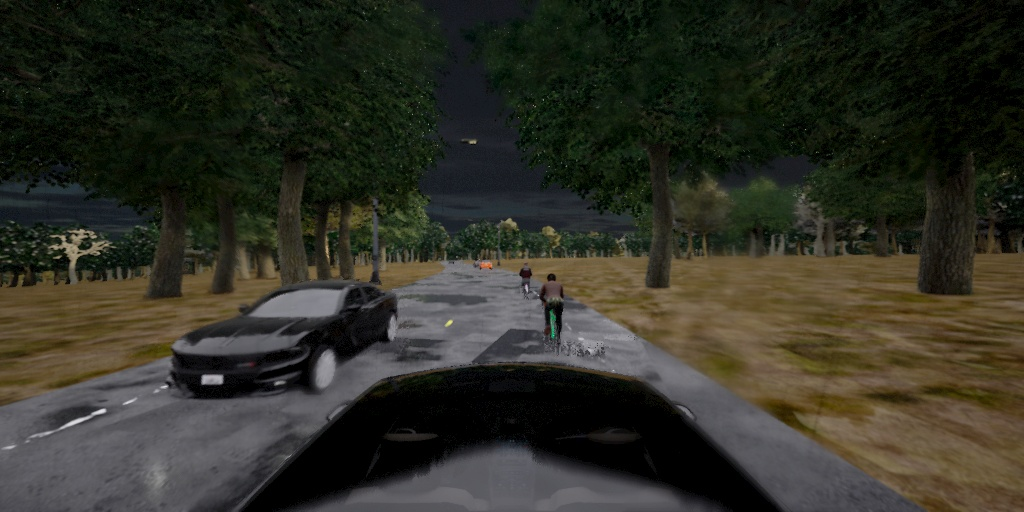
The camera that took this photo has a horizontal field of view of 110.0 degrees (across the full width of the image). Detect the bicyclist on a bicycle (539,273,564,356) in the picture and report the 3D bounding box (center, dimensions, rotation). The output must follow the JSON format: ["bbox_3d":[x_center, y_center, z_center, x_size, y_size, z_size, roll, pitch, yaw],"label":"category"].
[{"bbox_3d":[0.874,1.208,7.721,0.582,1.620,1.656,0,0,-1],"label":"bicyclist on a bicycle"}]

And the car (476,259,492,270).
[{"bbox_3d":[-4.516,1.370,60.546,2.097,1.767,4.553,0,-1,-8],"label":"car"}]

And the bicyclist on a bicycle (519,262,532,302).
[{"bbox_3d":[0.622,1.147,16.319,0.659,1.776,1.843,0,0,-2],"label":"bicyclist on a bicycle"}]

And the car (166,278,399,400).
[{"bbox_3d":[-3.685,1.231,6.851,1.882,1.535,5.008,0,0,-1],"label":"car"}]
